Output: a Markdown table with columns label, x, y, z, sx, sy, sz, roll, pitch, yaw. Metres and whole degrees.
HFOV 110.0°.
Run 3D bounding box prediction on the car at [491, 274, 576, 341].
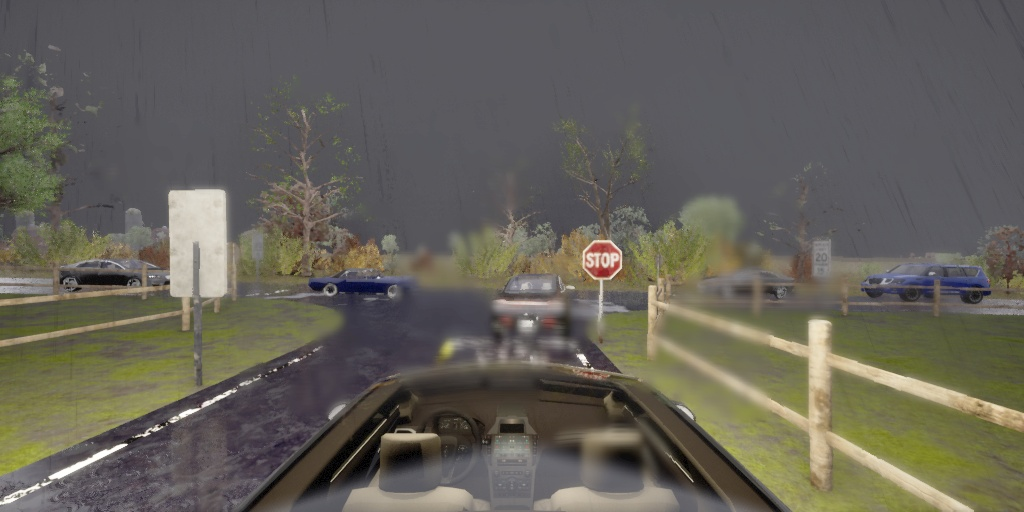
| label | x | y | z | sx | sy | sz | roll | pitch | yaw |
| --- | --- | --- | --- | --- | --- | --- | --- | --- | --- |
| car | 0.707 | 1.240 | 9.986 | 2.128 | 1.511 | 4.902 | 0 | 0 | 9 |

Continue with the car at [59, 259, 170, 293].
| label | x | y | z | sx | sy | sz | roll | pitch | yaw |
| --- | --- | --- | --- | --- | --- | --- | --- | --- | --- |
| car | -18.489 | 0.885 | 17.034 | 4.902 | 1.511 | 2.128 | 1 | 1 | 0 |

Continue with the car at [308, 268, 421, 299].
| label | x | y | z | sx | sy | sz | roll | pitch | yaw |
| --- | --- | --- | --- | --- | --- | --- | --- | --- | --- |
| car | -6.821 | 1.248 | 17.017 | 4.718 | 1.301 | 1.895 | 1 | 1 | 0 |

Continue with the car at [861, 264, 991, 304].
| label | x | y | z | sx | sy | sz | roll | pitch | yaw |
| --- | --- | --- | --- | --- | --- | --- | --- | --- | --- |
| car | 22.900 | 1.467 | 19.932 | 5.566 | 2.045 | 2.150 | 1 | 1 | 0 |

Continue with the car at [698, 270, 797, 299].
| label | x | y | z | sx | sy | sz | roll | pitch | yaw |
| --- | --- | --- | --- | --- | --- | --- | --- | --- | --- |
| car | 13.005 | 1.525 | 19.944 | 4.902 | 1.511 | 2.128 | 1 | 1 | 0 |
